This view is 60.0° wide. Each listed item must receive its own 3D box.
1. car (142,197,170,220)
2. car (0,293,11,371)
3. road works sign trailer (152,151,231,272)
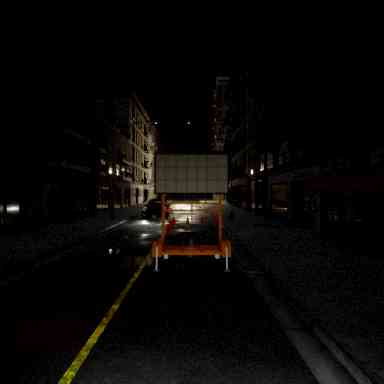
[{"bbox_3d":[-3.029,1.371,28.671,2.097,1.767,4.553,0,0,0],"label":"car"},{"bbox_3d":[-3.104,1.526,2.269,1.812,1.442,4.674,0,0,0],"label":"car"},{"bbox_3d":[-0.006,0.468,10.818,2.380,3.560,2.880,0,0,0],"label":"road works sign trailer"}]
